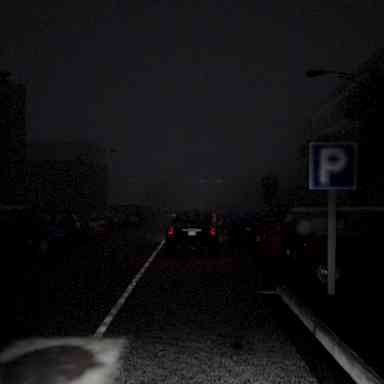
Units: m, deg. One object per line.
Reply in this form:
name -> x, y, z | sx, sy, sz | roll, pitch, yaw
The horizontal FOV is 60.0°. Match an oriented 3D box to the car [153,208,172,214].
car -> -7.676, 4.869, 85.802 | 4.674, 1.452, 2.002 | 0, -2, 0

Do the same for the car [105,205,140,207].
car -> -7.708, 2.337, 33.817 | 5.566, 2.045, 2.435 | 0, -2, 0

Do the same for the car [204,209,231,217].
car -> 4.679, 3.833, 61.994 | 4.792, 1.488, 2.163 | 0, -2, 0

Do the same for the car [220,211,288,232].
car -> 4.680, 2.269, 25.709 | 4.792, 1.488, 2.163 | 0, -2, 0

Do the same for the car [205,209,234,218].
car -> 4.648, 3.603, 56.410 | 4.674, 1.452, 2.002 | 0, -2, 0

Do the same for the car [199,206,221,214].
car -> 4.623, 4.635, 87.124 | 5.566, 2.045, 2.435 | 0, -2, 0

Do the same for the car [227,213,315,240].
car -> 4.621, 2.029, 20.127 | 4.792, 1.488, 2.163 | 0, -2, 0

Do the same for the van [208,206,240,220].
van -> 4.534, 2.976, 48.048 | 4.442, 1.987, 1.878 | 0, -2, 0

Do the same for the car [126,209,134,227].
car -> -7.677, 2.388, 28.228 | 4.674, 1.452, 2.002 | 0, -2, 0

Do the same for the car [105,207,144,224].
car -> -7.494, 2.470, 31.144 | 5.366, 1.575, 1.946 | 0, -2, 0

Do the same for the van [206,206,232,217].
van -> 4.768, 3.458, 59.212 | 4.442, 1.987, 1.878 | 0, -2, 0

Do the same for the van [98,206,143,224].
van -> -7.796, 2.483, 36.605 | 4.442, 1.987, 1.878 | 0, -2, 0

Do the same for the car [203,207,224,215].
car -> 4.682, 4.159, 73.163 | 4.553, 1.767, 2.185 | 0, -2, 0

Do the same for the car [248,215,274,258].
car -> 4.680, 1.693, 11.773 | 4.792, 1.488, 2.163 | 0, -2, 0

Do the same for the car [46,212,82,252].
car -> -7.685, 1.752, 14.286 | 5.008, 1.535, 2.097 | 0, -2, 0

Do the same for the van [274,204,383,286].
van -> 4.767, 1.361, 8.996 | 4.442, 1.987, 1.878 | 0, -2, 0

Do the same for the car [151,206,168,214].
car -> -7.707, 4.198, 77.009 | 5.566, 2.045, 2.435 | 0, -2, 0

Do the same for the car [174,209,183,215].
car -> -2.999, 4.423, 74.829 | 1.994, 1.385, 4.181 | 0, -2, 0

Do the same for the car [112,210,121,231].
car -> -7.651, 2.143, 22.777 | 4.792, 1.488, 2.163 | 0, -2, 0

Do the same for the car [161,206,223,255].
car -> 0.000, 1.657, 14.661 | 2.097, 1.767, 4.553 | 0, -2, 0

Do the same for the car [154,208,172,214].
car -> -7.708, 4.985, 88.739 | 4.792, 1.488, 2.163 | 0, -2, 0

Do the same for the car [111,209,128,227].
car -> -7.677, 2.273, 25.564 | 4.674, 1.452, 2.002 | 0, -2, 0

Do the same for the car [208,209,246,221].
car -> 4.657, 3.083, 45.248 | 4.892, 1.521, 2.231 | 0, -2, 0

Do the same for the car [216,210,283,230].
car -> 4.836, 2.357, 28.501 | 5.366, 1.575, 1.946 | 0, -2, 0

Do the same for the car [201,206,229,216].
car -> 4.679, 3.793, 67.588 | 5.566, 2.045, 2.435 | 0, -2, 0

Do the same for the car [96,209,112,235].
car -> -7.865, 1.990, 19.990 | 5.366, 1.575, 1.946 | 0, -2, 0

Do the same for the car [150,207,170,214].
car -> -7.647, 4.445, 79.814 | 4.553, 1.767, 2.185 | 0, -2, 0

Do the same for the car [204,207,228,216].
car -> 4.620, 3.798, 64.790 | 4.553, 1.767, 2.185 | 0, -2, 0

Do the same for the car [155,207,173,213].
car -> -7.710, 4.957, 91.681 | 4.553, 1.767, 2.185 | 0, -2, 0

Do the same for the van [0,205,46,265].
van -> -7.796, 1.430, 11.521 | 4.442, 1.987, 1.878 | 0, -2, 0

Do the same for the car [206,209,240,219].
car -> 4.646, 3.328, 50.954 | 5.008, 1.535, 2.097 | 0, -2, 0

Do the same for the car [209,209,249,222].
car -> 4.644, 2.963, 42.456 | 4.892, 1.521, 2.231 | 0, -2, 0

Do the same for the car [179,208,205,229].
car -> 0.001, 2.298, 29.680 | 2.097, 1.767, 4.553 | 0, -2, 0

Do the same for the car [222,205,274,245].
car -> 4.622, 1.628, 17.348 | 5.566, 2.045, 2.435 | 0, -2, 0

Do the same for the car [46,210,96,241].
car -> -7.648, 1.742, 17.079 | 4.553, 1.767, 2.185 | 0, -2, 0
